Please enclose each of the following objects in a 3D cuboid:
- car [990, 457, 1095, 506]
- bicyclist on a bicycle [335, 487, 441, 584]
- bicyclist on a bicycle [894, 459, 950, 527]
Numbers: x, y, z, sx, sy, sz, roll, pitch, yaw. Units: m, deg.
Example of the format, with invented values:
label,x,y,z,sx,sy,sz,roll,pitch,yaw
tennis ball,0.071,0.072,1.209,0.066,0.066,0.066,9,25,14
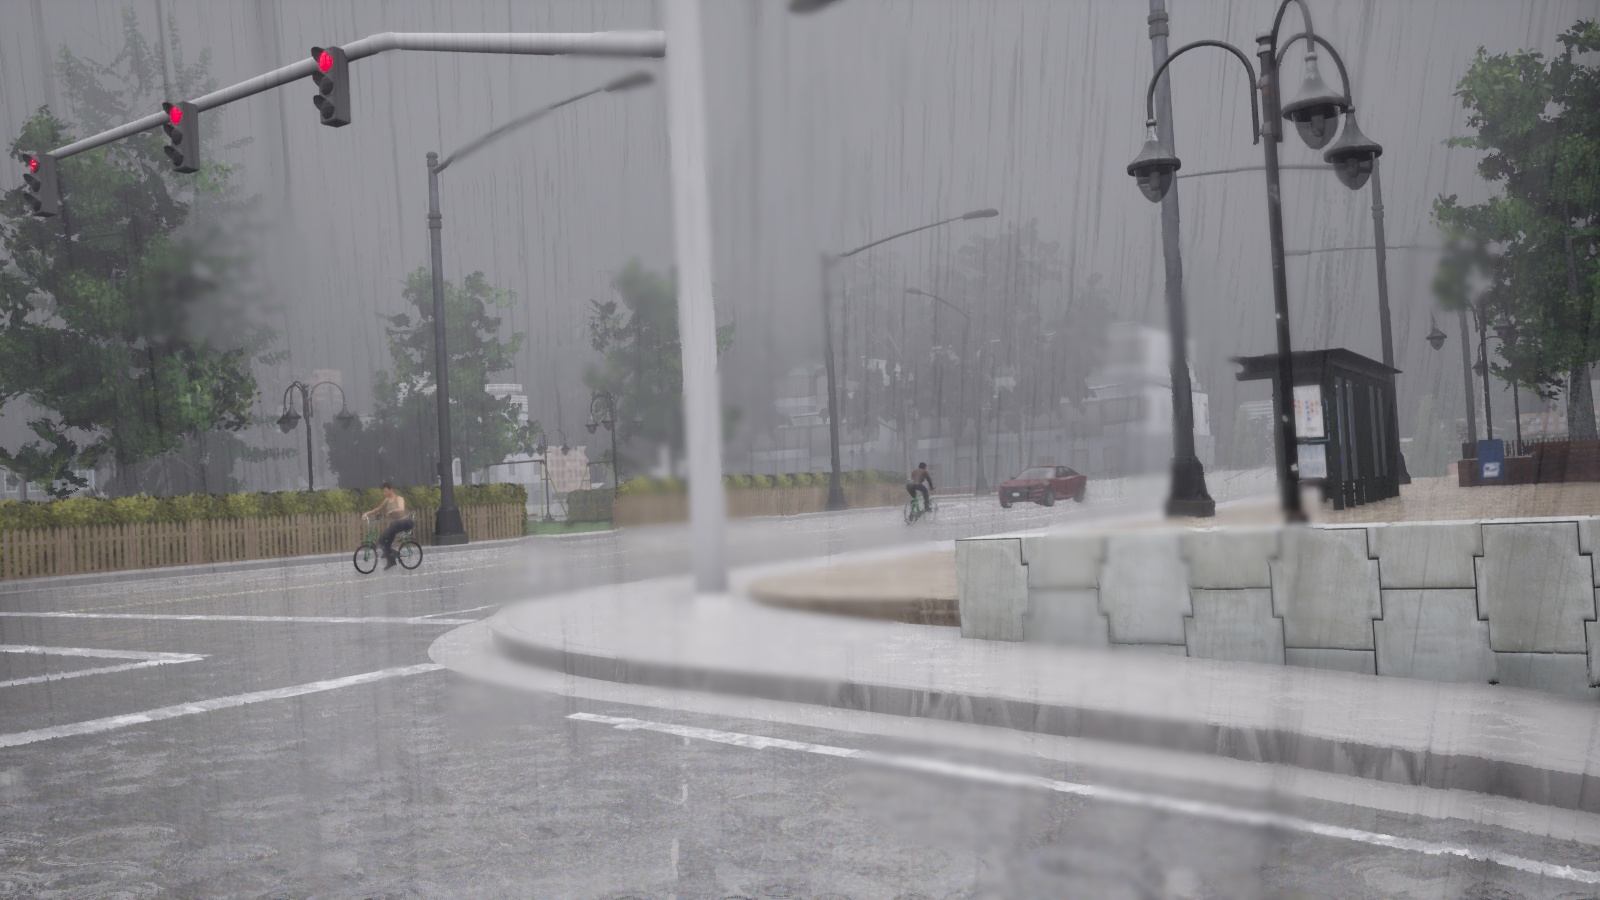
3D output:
label,x,y,z,sx,sy,sz,roll,pitch,yaw
car,9.117,1.155,46.915,1.882,1.535,5.008,-5,-2,34
bicyclist on a bicycle,-7.435,1.536,22.723,0.866,1.612,1.509,-5,-2,35
bicyclist on a bicycle,3.125,1.082,31.983,0.582,1.620,1.656,-5,-3,34
